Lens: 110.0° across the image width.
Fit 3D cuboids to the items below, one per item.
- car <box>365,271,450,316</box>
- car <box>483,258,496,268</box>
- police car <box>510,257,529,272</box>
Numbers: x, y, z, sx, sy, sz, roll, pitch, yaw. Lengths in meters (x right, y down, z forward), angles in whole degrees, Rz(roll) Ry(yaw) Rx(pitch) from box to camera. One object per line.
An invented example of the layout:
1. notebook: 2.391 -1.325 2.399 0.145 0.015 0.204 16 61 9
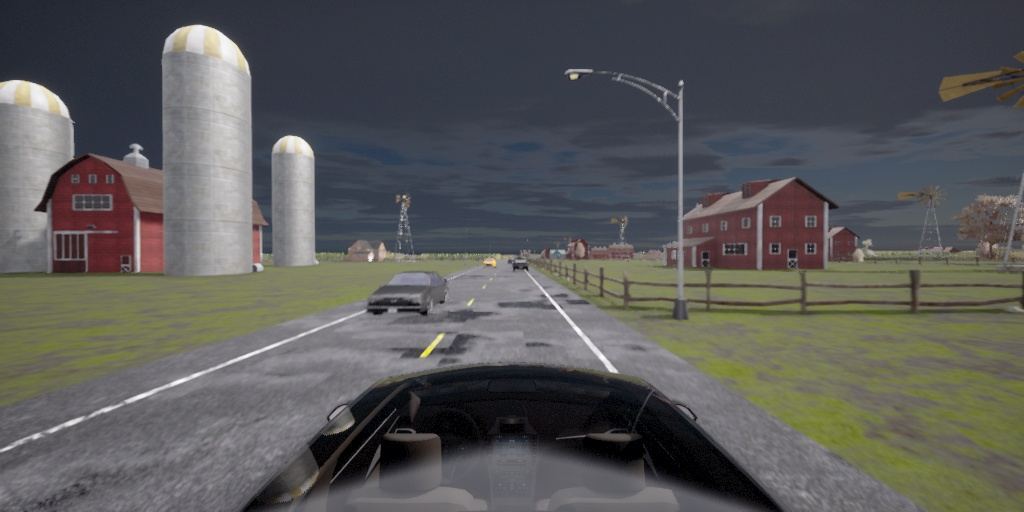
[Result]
1. car: -3.595 1.262 13.460 2.033 1.411 5.357 0 0 0
2. car: -3.522 1.109 57.230 1.882 1.535 5.008 0 0 1
3. police car: 1.067 1.071 44.823 1.930 1.638 5.238 0 0 0
